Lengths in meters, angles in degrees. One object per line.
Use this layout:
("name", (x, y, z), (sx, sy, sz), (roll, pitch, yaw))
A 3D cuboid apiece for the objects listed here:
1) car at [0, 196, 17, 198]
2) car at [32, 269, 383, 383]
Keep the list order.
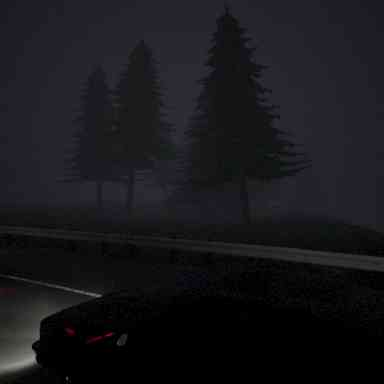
("car", (-39.250, 1.539, 72.309), (2.033, 1.411, 5.357), (0, 0, 5))
("car", (0.724, 1.547, 3.214), (5.357, 1.411, 2.033), (0, 0, 34))
